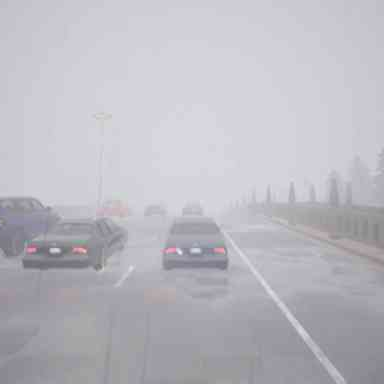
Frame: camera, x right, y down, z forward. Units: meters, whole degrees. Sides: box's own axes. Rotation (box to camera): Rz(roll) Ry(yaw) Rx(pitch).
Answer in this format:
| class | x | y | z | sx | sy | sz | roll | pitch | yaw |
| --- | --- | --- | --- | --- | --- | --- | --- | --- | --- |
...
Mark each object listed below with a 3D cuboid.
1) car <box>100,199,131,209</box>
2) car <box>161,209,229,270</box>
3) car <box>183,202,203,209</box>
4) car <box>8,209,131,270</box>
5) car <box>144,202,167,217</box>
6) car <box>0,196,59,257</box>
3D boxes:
| class | x | y | z | sx | sy | sz | roll | pitch | yaw |
| --- | --- | --- | --- | --- | --- | --- | --- | --- | --- |
| car | -6.929 | 1.432 | 30.531 | 2.097 | 1.767 | 4.553 | 0 | -2 | 0 |
| car | 0.089 | 1.494 | 10.772 | 2.033 | 1.411 | 5.357 | 0 | 0 | 0 |
| car | 0.071 | 1.686 | 31.666 | 1.994 | 1.385 | 4.181 | 0 | -2 | 0 |
| car | -3.411 | 1.494 | 10.791 | 2.033 | 1.411 | 5.357 | 0 | 0 | 0 |
| car | -3.430 | 1.663 | 32.018 | 1.812 | 1.442 | 4.674 | 0 | -2 | 0 |
| car | -6.912 | 1.161 | 12.730 | 2.150 | 2.045 | 5.566 | 0 | 0 | 0 |
